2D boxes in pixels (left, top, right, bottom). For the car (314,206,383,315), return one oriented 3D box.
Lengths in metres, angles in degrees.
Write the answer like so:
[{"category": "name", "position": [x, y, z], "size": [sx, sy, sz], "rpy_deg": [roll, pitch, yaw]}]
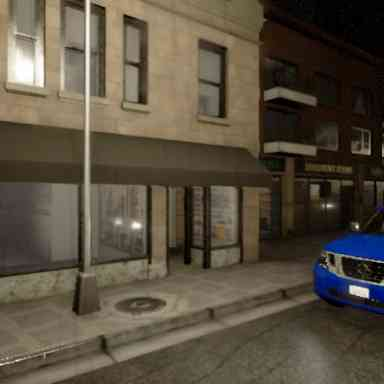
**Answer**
[{"category": "car", "position": [4.899, 1.233, 6.911], "size": [5.566, 2.045, 2.150], "rpy_deg": [0, 0, -36]}]
